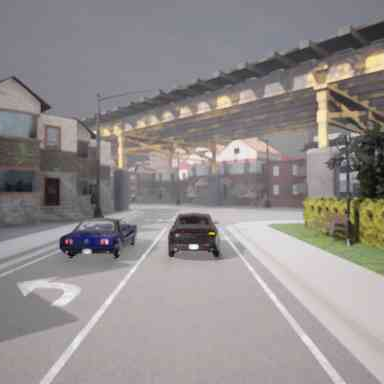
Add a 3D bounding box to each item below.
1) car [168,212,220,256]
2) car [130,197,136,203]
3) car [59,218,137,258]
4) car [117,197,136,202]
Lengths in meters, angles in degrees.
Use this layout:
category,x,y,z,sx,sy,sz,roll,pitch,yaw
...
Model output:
category,x,y,z,sx,sy,sz,roll,pitch,yaw
car,0.080,1.589,13.458,1.837,1.490,4.892,0,0,1
car,-16.659,1.973,84.017,4.974,1.542,2.038,0,0,-15
car,-3.423,1.683,13.165,1.895,1.301,4.718,0,0,1
car,-16.608,1.816,84.031,4.536,1.218,1.853,0,0,-15
